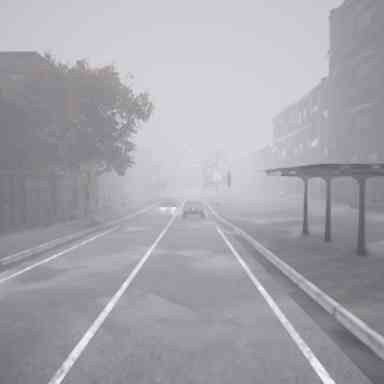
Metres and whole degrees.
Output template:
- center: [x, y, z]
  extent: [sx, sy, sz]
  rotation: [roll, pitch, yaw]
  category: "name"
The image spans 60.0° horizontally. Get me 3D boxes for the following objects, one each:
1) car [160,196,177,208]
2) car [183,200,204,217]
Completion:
- center: [-3.018, 1.268, 43.182]
  extent: [1.994, 1.385, 4.181]
  rotation: [0, 1, 1]
  category: "car"
- center: [0.133, 1.424, 29.707]
  extent: [2.033, 1.411, 5.357]
  rotation: [0, 1, 0]
  category: "car"
